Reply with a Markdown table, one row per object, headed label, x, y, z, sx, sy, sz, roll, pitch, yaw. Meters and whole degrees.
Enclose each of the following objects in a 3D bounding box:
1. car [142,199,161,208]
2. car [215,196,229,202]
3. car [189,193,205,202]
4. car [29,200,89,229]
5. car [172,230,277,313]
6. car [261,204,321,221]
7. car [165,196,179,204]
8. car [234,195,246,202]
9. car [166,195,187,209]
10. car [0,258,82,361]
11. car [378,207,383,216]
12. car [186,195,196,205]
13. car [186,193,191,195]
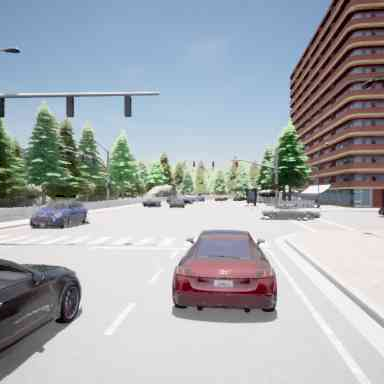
| label | x | y | z | sx | sy | sz | roll | pitch | yaw |
| --- | --- | --- | --- | --- | --- | --- | --- | --- | --- |
| car | -5.733 | 1.601 | 47.773 | 1.895 | 1.301 | 4.718 | 0 | 0 | 6 |
| car | 7.238 | 1.595 | 79.216 | 1.895 | 1.301 | 4.718 | 0 | 0 | 29 |
| car | 1.491 | 1.540 | 74.244 | 2.033 | 1.411 | 5.357 | 0 | 0 | 15 |
| car | -8.498 | 1.353 | 21.659 | 2.097 | 1.767 | 4.553 | 0 | 0 | 6 |
| car | 0.771 | 1.564 | 7.788 | 1.994 | 1.385 | 4.181 | 0 | 0 | 6 |
| car | 8.194 | 1.651 | 27.614 | 4.718 | 1.301 | 1.895 | 0 | 0 | 18 |
| car | -3.801 | 1.507 | 65.153 | 1.837 | 1.490 | 4.892 | 0 | 0 | 7 |
| car | 11.696 | 1.525 | 80.077 | 2.128 | 1.511 | 4.902 | 0 | 0 | 32 |
| car | -2.079 | 1.563 | 45.851 | 1.994 | 1.385 | 4.181 | 0 | 0 | 0 |
| car | -3.136 | 1.526 | 4.295 | 1.812 | 1.442 | 4.674 | 0 | 0 | 7 |
| car | 19.230 | 1.619 | 29.983 | 4.181 | 1.385 | 1.994 | 0 | 0 | 6 |
| car | -1.001 | 1.600 | 58.963 | 1.895 | 1.301 | 4.718 | 0 | 0 | 6 |
| car | -0.441 | 1.225 | 79.252 | 2.150 | 2.045 | 5.566 | 0 | 0 | 22 |
